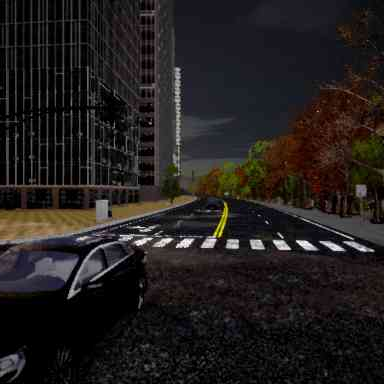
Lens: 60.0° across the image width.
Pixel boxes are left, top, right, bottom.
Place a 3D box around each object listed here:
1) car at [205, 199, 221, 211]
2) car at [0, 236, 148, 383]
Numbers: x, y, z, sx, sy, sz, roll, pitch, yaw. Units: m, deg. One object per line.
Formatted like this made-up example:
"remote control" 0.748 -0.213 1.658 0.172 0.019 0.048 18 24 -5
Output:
"car" 2.682 1.555 42.282 2.033 1.411 5.357 0 0 6
"car" -2.063 1.511 5.034 2.128 1.511 4.902 0 0 8
